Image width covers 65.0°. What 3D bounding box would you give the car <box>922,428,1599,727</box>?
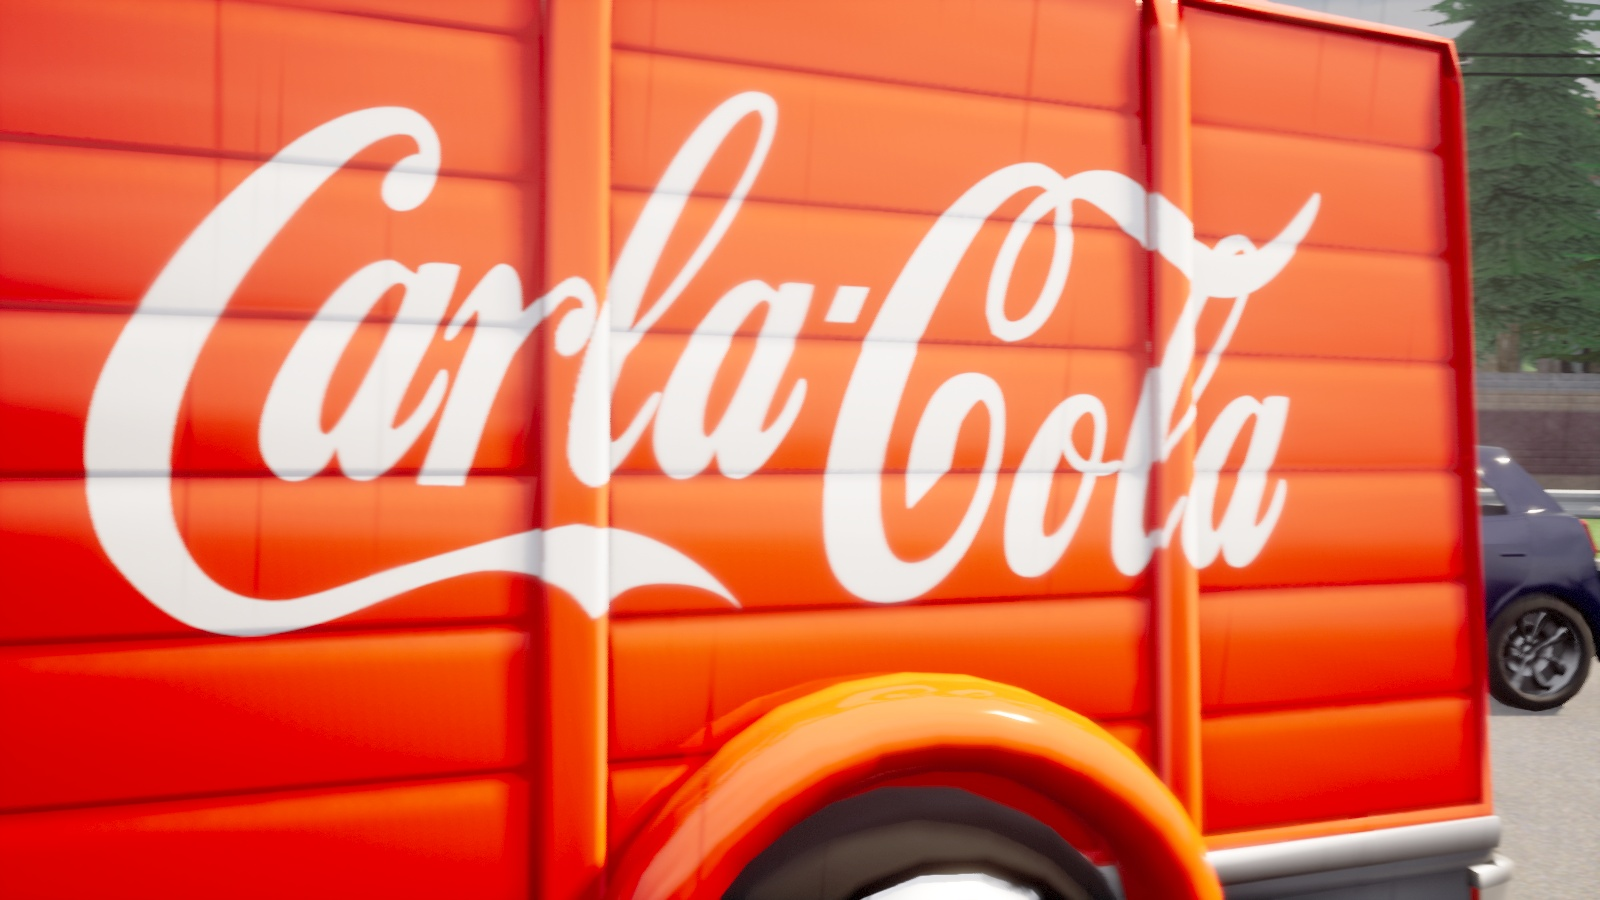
[{"bbox_3d":[2.713,0.639,7.543,3.633,1.501,1.845,-1,1,-6],"label":"car"}]

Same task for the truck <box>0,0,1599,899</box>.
[{"bbox_3d":[-1.327,0.269,2.745,5.204,2.467,2.627,-1,1,-21],"label":"truck"}]
